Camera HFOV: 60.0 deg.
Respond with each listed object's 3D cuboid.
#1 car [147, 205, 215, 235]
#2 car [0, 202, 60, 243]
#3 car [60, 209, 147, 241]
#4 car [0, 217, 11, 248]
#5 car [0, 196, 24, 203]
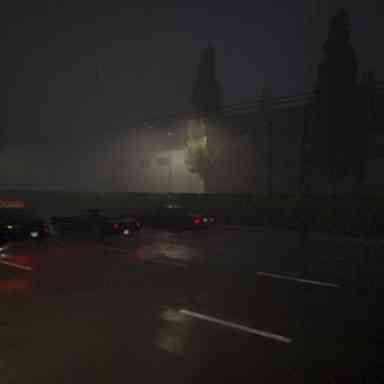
[{"bbox_3d":[-1.389,1.408,17.778,5.357,1.411,2.033,1,1,36],"label":"car"},{"bbox_3d":[-7.723,1.351,13.731,4.674,1.442,1.812,1,1,36],"label":"car"},{"bbox_3d":[-4.659,1.442,15.829,4.718,1.301,1.895,1,1,36],"label":"car"},{"bbox_3d":[-7.447,1.409,9.200,5.357,1.411,2.033,1,1,36],"label":"car"},{"bbox_3d":[-16.287,1.113,28.438,5.008,1.535,1.882,1,1,36],"label":"car"}]
